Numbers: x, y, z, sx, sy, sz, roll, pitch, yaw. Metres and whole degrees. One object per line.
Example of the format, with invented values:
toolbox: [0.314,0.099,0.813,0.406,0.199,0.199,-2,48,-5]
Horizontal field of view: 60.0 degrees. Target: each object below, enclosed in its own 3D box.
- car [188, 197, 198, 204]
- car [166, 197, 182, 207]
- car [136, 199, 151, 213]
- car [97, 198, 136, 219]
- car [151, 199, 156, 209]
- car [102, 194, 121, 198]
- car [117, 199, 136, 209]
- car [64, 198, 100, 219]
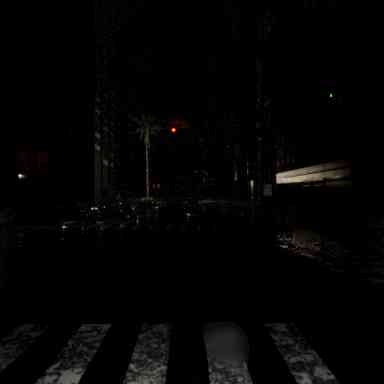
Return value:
car: [0.232,1.790,69.812,1.994,1.385,4.181,0,0,0]
car: [-3.050,1.682,54.133,1.812,1.442,4.674,0,0,0]
car: [-6.529,1.587,39.051,2.128,1.511,4.902,0,0,0]
car: [-6.547,1.543,29.583,1.882,1.535,5.008,0,0,0]
car: [-6.501,1.734,48.939,1.895,1.301,4.718,0,0,0]
car: [-9.780,1.319,39.793,2.150,2.045,5.566,0,0,0]
car: [-9.745,1.701,49.754,1.994,1.385,4.181,0,0,0]
car: [-9.793,1.543,29.847,1.882,1.535,5.008,0,0,0]
